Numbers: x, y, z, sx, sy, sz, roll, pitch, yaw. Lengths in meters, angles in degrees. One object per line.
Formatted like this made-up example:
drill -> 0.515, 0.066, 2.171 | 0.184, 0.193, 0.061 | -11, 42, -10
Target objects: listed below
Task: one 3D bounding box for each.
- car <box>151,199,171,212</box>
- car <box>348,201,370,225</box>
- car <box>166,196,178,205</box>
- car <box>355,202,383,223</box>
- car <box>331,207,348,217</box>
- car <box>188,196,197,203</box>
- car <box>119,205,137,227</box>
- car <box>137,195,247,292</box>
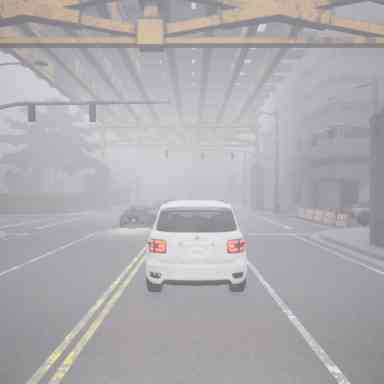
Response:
car -> -3.585, 1.562, 38.849 | 1.994, 1.385, 4.181 | 0, 0, -1
car -> 13.270, 1.453, 22.100 | 4.974, 1.542, 2.038 | 0, 0, -20
car -> -3.516, 1.477, 59.586 | 1.882, 1.535, 5.008 | 0, 0, 1
car -> 13.318, 1.295, 22.118 | 4.536, 1.218, 1.853 | 0, 0, -20
car -> 13.645, 1.295, 26.237 | 4.536, 1.218, 1.853 | 0, 0, 25
car -> 0.124, 1.526, 68.171 | 1.812, 1.442, 4.674 | 0, 0, 0
car -> -3.592, 1.564, 22.406 | 1.994, 1.385, 4.181 | 0, 0, 0
car -> 0.082, 1.221, 9.051 | 2.150, 2.045, 5.566 | 0, 0, 0
